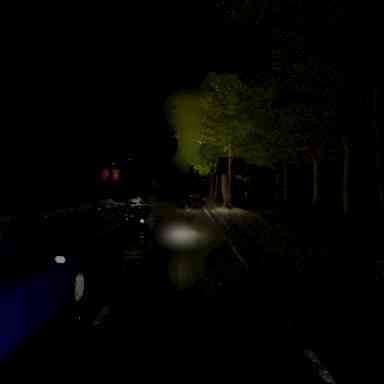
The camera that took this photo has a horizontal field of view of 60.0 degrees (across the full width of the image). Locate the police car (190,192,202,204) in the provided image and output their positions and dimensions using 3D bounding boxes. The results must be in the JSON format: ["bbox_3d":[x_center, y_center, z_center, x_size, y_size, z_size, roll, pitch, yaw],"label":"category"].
[{"bbox_3d":[0.976,1.321,63.474,1.930,1.638,5.238,0,0,0],"label":"police car"}]

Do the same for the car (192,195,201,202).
[{"bbox_3d":[0.976,1.409,73.364,1.837,1.490,4.892,0,0,0],"label":"car"}]

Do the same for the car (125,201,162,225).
[{"bbox_3d":[-3.150,1.538,23.294,1.895,1.301,4.718,0,0,0],"label":"car"}]

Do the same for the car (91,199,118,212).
[{"bbox_3d":[-9.847,1.458,37.900,2.033,1.411,5.357,0,0,0],"label":"car"}]

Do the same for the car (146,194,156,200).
[{"bbox_3d":[-9.749,1.157,79.118,1.994,1.385,4.181,0,0,0],"label":"car"}]

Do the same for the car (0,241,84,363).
[{"bbox_3d":[-3.151,1.460,4.936,1.882,1.535,5.008,0,0,0],"label":"car"}]

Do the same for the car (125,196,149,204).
[{"bbox_3d":[-6.592,1.401,38.948,2.128,1.511,4.902,0,0,0],"label":"car"}]
